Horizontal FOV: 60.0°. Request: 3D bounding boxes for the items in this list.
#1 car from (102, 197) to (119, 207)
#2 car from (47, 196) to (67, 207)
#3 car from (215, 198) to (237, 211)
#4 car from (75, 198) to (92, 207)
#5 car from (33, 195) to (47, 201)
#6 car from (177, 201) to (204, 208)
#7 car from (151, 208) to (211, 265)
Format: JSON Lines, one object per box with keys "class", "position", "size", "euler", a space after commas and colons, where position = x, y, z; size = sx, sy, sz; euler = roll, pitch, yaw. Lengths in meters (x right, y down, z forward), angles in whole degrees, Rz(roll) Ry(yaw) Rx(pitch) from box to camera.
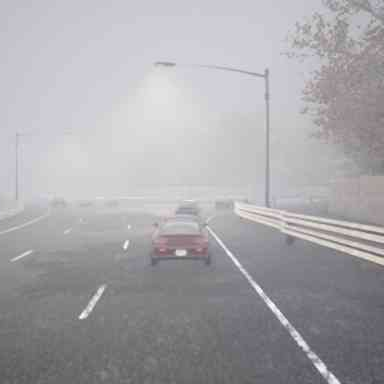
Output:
{"class": "car", "position": [-12.365, 1.519, 50.249], "size": [1.812, 1.442, 4.674], "euler": [0, 0, -26]}
{"class": "car", "position": [-20.241, 1.373, 50.244], "size": [2.097, 1.767, 4.553], "euler": [0, 0, -28]}
{"class": "car", "position": [4.479, 1.421, 40.854], "size": [1.882, 1.535, 5.008], "euler": [-1, 0, 27]}
{"class": "car", "position": [-16.638, 1.572, 50.954], "size": [1.994, 1.385, 4.181], "euler": [0, 0, -28]}
{"class": "car", "position": [-38.369, 1.529, 84.059], "size": [5.008, 1.535, 1.882], "euler": [0, 0, 41]}
{"class": "car", "position": [-0.168, 1.478, 27.050], "size": [1.837, 1.490, 4.892], "euler": [-1, 0, 7]}
{"class": "car", "position": [-0.385, 1.515, 11.541], "size": [1.812, 1.442, 4.674], "euler": [0, 0, -2]}
